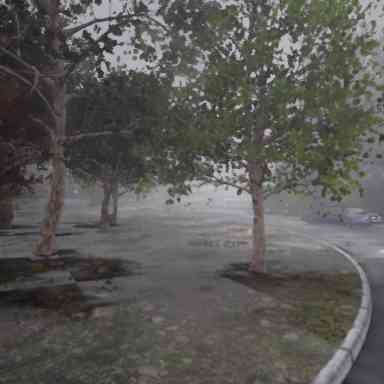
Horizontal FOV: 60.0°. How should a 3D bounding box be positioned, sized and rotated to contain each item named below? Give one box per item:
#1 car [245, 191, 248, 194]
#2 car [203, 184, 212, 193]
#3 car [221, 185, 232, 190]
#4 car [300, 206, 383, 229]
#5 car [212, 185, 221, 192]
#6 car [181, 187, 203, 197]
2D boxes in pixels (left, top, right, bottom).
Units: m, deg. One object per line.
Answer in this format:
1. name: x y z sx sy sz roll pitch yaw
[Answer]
1. car: 12.981 -0.282 73.449 1.812 1.442 4.674 0 3 23
2. car: 2.208 -0.386 77.958 1.946 1.575 5.366 0 3 23
3. car: 8.825 -1.314 93.432 2.163 1.488 4.792 0 3 23
4. car: 9.873 1.618 22.461 2.033 1.411 5.357 0 0 -28
5. car: 4.486 -0.965 83.275 2.435 2.045 5.566 0 3 23
6. car: 0.038 -0.071 72.887 1.946 1.575 5.366 0 3 23
